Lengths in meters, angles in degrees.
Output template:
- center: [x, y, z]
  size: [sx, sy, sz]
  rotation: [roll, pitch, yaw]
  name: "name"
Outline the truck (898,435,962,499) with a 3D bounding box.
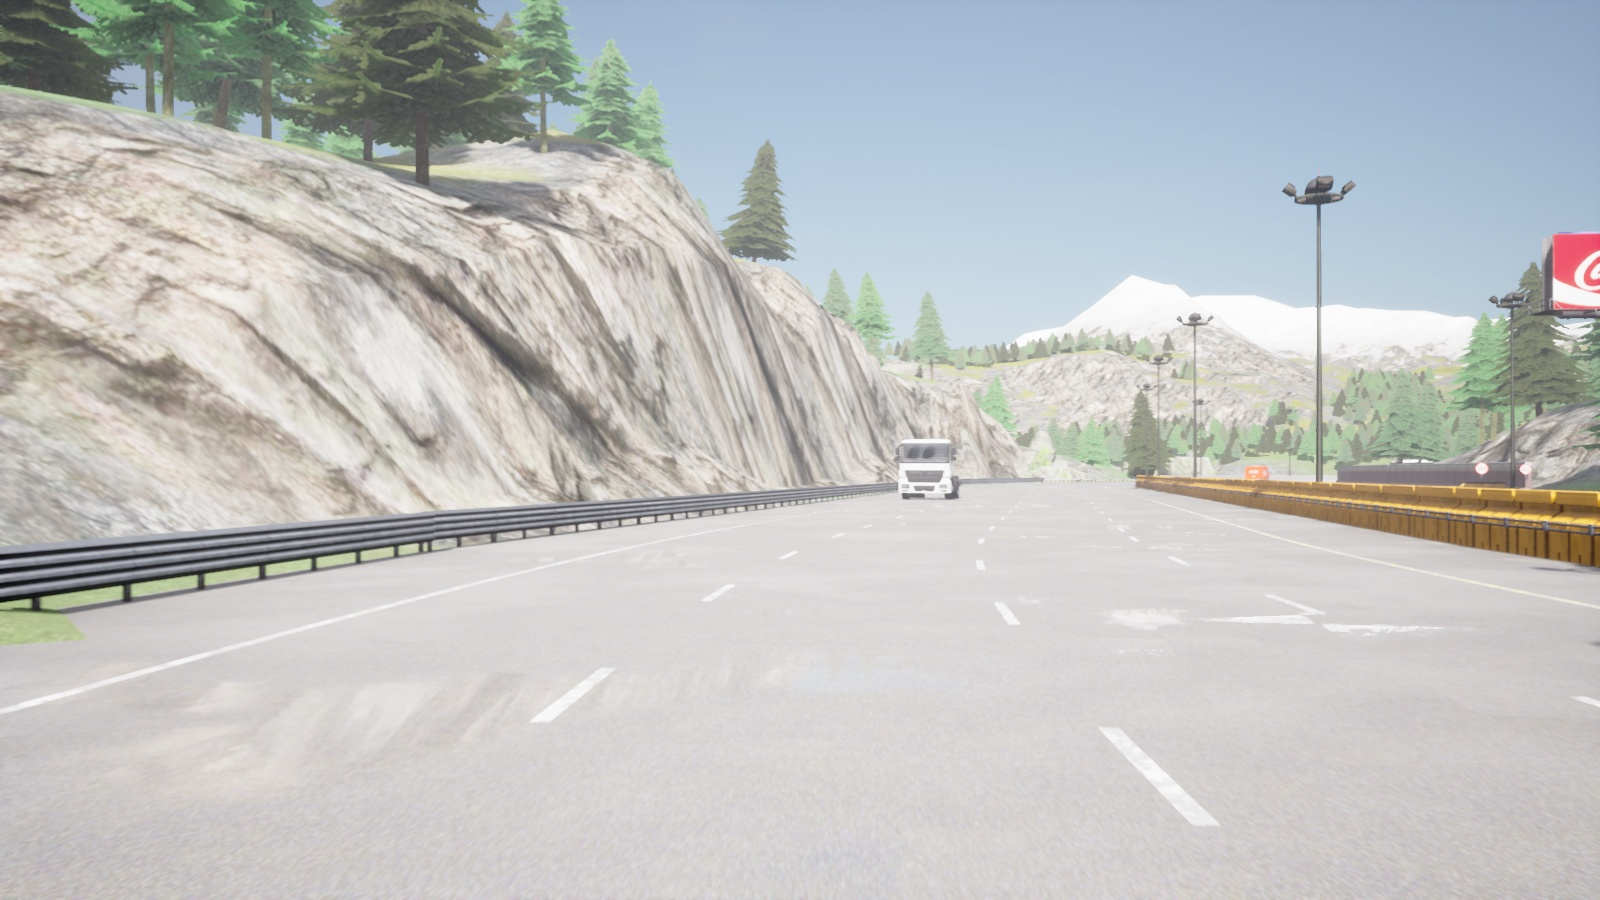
- center: [7.565, 1.011, 72.096]
  size: [2.891, 3.462, 7.936]
  rotation: [0, -1, 11]
  name: "truck"
